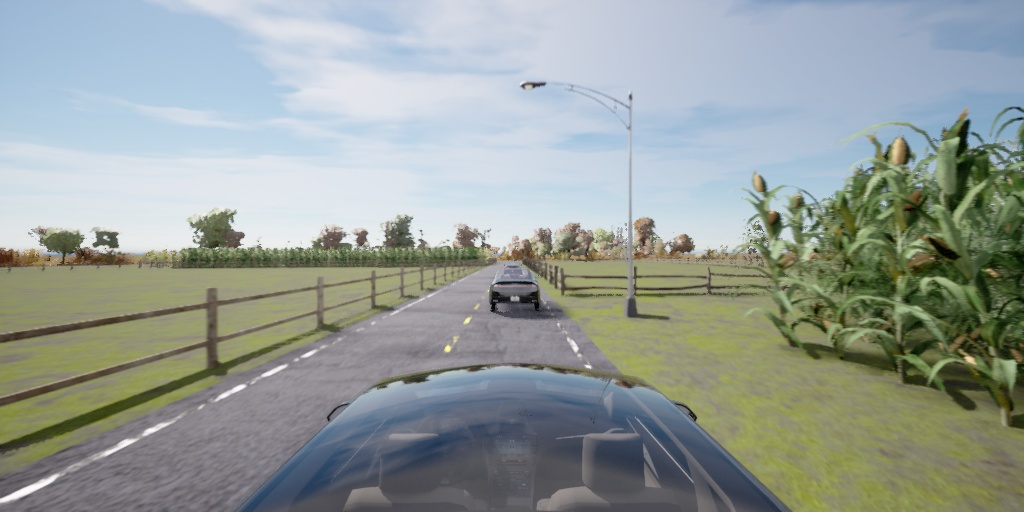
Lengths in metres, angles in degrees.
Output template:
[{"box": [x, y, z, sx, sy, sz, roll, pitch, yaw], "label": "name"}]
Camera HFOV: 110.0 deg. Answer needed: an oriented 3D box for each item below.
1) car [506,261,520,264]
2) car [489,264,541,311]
[{"box": [0.101, 1.269, 36.659, 1.812, 1.442, 4.674, 0, 0, 0], "label": "car"}, {"box": [0.102, 1.239, 14.564, 2.128, 1.511, 4.902, 0, 0, 0], "label": "car"}]
